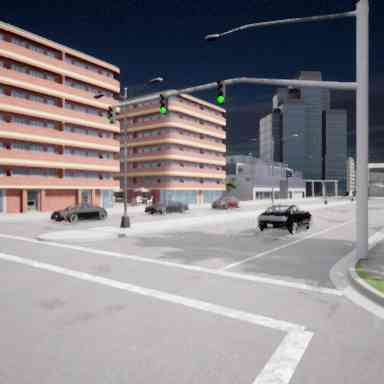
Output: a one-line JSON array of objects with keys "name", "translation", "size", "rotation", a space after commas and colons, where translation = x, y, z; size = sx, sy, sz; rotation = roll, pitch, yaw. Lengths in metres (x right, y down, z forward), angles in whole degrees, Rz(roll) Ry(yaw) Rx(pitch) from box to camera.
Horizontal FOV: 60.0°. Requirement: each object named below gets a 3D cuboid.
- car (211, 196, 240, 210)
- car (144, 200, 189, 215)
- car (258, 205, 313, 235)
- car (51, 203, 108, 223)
[{"name": "car", "translation": [4.380, 1.345, 43.431], "size": [2.097, 1.767, 4.553], "rotation": [0, 0, 36]}, {"name": "car", "translation": [-2.455, 1.540, 33.918], "size": [2.033, 1.411, 5.357], "rotation": [0, 0, 36]}, {"name": "car", "translation": [5.409, 1.490, 18.971], "size": [2.128, 1.511, 4.902], "rotation": [0, 0, 36]}, {"name": "car", "translation": [-8.543, 1.556, 25.427], "size": [1.994, 1.385, 4.181], "rotation": [0, 0, 36]}]
